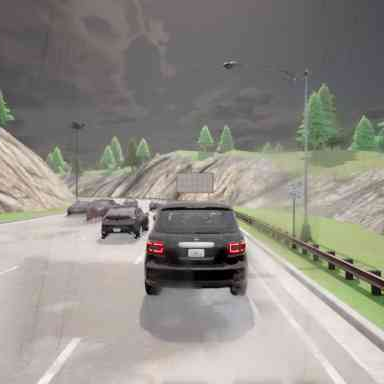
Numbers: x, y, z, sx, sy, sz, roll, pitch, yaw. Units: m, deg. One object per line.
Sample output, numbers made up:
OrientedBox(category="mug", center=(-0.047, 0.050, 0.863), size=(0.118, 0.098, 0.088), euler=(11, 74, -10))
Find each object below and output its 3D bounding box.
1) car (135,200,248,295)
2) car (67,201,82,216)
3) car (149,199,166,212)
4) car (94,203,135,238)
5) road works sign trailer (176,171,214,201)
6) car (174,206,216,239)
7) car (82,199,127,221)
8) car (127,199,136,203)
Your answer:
OrientedBox(category="car", center=(0.089, 1.221, 8.846), size=(2.150, 2.045, 5.566), euler=(0, 0, 0))
OrientedBox(category="car", center=(-10.634, 1.565, 32.357), size=(1.994, 1.385, 4.181), euler=(0, 0, -3))
OrientedBox(category="car", center=(-4.161, 1.600, 40.252), size=(1.895, 1.301, 4.718), euler=(0, 0, -5))
OrientedBox(category="car", center=(-3.420, 1.502, 17.564), size=(1.837, 1.490, 4.892), euler=(0, -1, 0))
OrientedBox(category="road works sign trailer", center=(0.190, 0.464, 21.564), size=(2.380, 3.560, 2.880), euler=(0, 0, 0))
OrientedBox(category="car", center=(0.117, 1.558, 18.068), size=(1.994, 1.385, 4.181), euler=(0, 0, -1))
OrientedBox(category="car", center=(-6.966, 1.352, 26.992), size=(2.097, 1.767, 4.553), euler=(0, 0, -1))
OrientedBox(category="car", center=(-7.984, 1.547, 43.167), size=(2.033, 1.411, 5.357), euler=(0, 0, -7))
